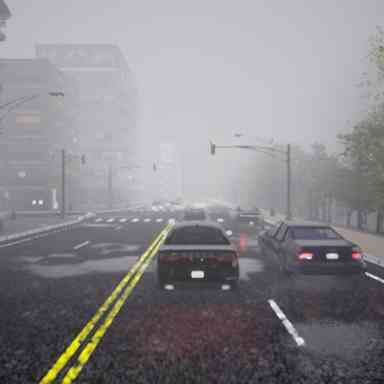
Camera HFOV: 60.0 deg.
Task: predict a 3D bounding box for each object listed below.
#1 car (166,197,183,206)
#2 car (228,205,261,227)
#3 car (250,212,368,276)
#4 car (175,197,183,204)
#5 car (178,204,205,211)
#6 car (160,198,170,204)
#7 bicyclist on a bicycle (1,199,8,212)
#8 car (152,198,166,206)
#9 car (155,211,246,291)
[{"bbox_3d":[-3.067,1.873,61.894,2.033,1.411,5.357,0,0,1],"label":"car"},{"bbox_3d":[3.428,1.600,21.492,2.128,1.511,4.902,0,0,0],"label":"car"},{"bbox_3d":[3.384,1.599,10.463,2.033,1.411,5.357,0,0,1],"label":"car"},{"bbox_3d":[-2.966,1.915,77.272,1.837,1.490,4.892,0,0,0],"label":"car"},{"bbox_3d":[0.176,1.667,20.577,1.994,1.385,4.181,0,0,0],"label":"car"},{"bbox_3d":[-6.217,2.008,76.888,1.895,1.301,4.718,0,0,0],"label":"car"},{"bbox_3d":[-24.717,1.801,43.793,0.582,1.620,1.656,-1,0,-1],"label":"bicyclist on a bicycle"},{"bbox_3d":[-6.322,1.925,61.742,1.895,1.301,4.718,0,0,1],"label":"car"},{"bbox_3d":[0.133,1.523,9.187,1.882,1.535,5.008,0,0,0],"label":"car"}]
